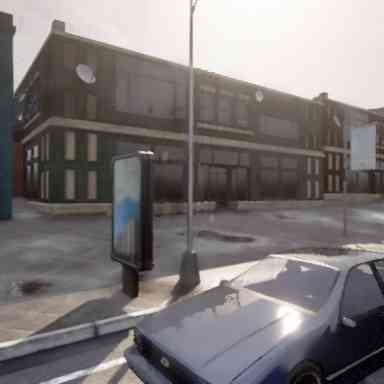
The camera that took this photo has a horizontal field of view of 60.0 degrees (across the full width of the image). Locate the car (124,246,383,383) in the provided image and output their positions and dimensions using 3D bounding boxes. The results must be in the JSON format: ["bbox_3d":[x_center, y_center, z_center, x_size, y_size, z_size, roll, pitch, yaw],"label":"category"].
[{"bbox_3d":[1.850,1.544,4.681,5.357,1.411,2.033,0,0,-35],"label":"car"}]
